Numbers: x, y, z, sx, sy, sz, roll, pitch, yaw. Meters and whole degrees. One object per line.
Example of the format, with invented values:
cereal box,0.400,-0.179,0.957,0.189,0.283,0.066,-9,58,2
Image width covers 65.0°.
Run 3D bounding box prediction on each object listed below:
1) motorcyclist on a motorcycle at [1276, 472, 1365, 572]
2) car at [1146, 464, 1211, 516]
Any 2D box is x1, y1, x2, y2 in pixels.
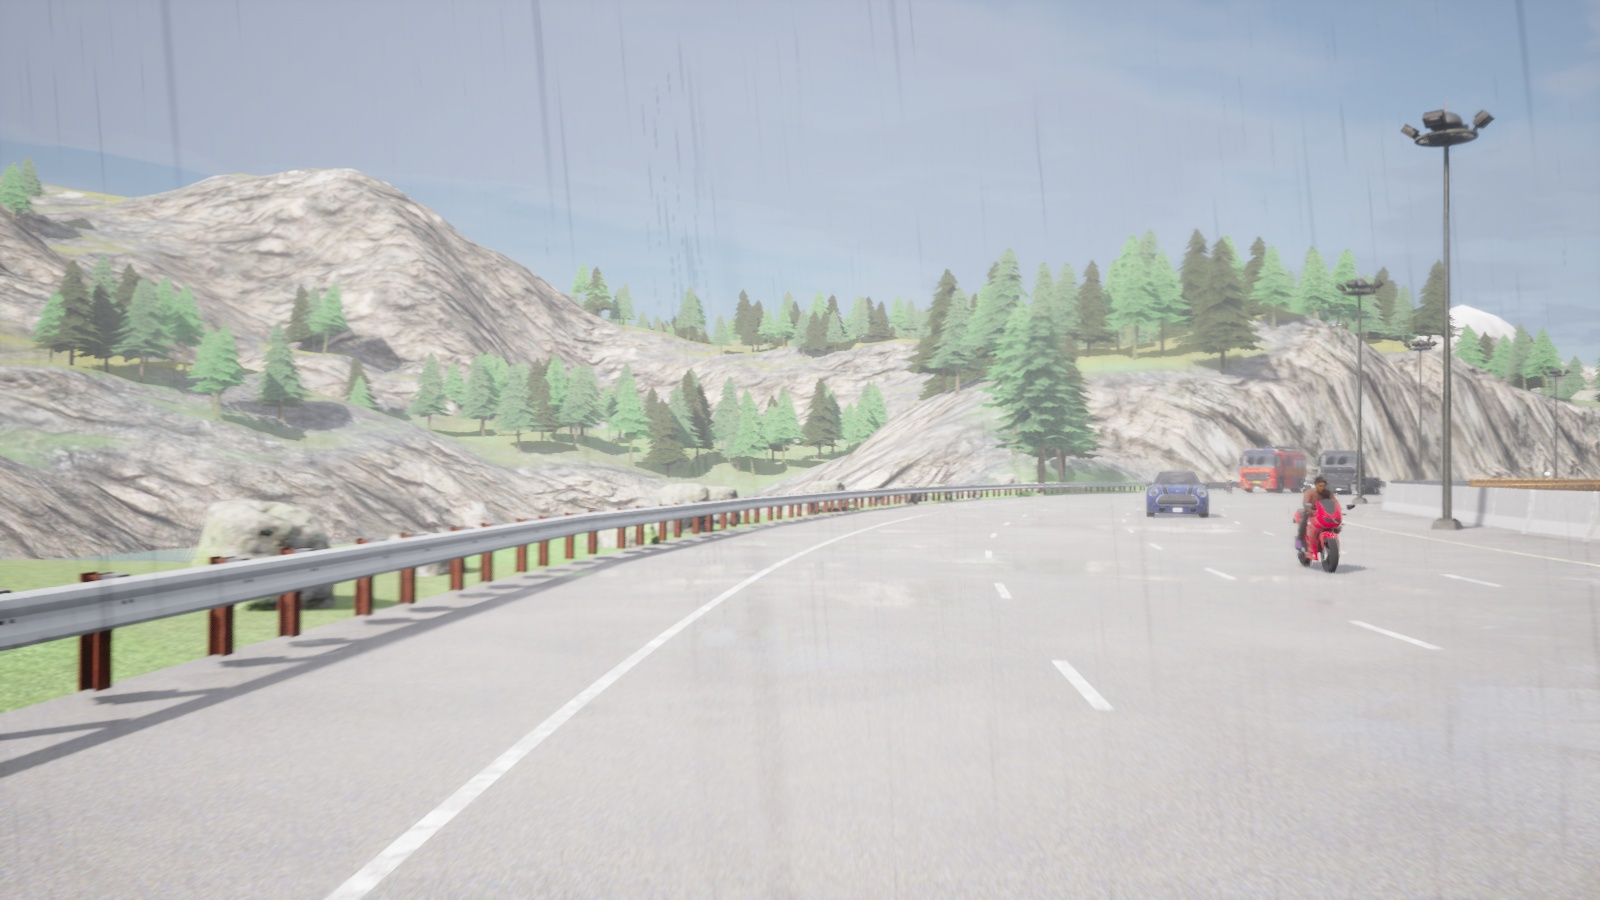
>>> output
motorcyclist on a motorcycle,8.380,1.121,20.307,0.797,1.523,2.044,1,-1,7
car,13.540,1.402,45.039,2.097,1.767,4.553,0,-1,16
